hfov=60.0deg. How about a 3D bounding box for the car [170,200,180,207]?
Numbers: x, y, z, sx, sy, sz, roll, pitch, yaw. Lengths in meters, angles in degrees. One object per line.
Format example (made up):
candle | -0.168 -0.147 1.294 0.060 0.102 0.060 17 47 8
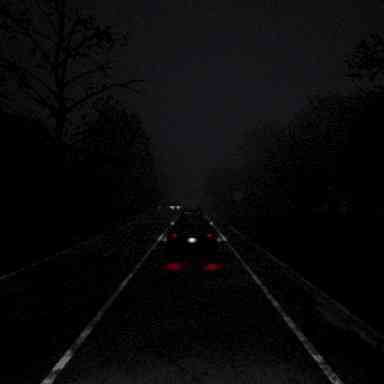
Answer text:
car | -3.507 2.430 70.986 1.994 1.385 4.181 0 -1 0

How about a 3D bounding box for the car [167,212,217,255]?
car | 0.003 1.777 14.281 1.994 1.385 4.181 0 -1 0

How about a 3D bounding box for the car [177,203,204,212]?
car | 0.001 1.937 29.301 2.128 1.511 4.902 0 -1 0
